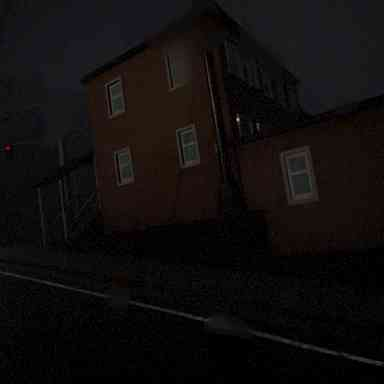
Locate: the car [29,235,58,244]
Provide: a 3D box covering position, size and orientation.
[{"bbox_3d":[-12.105,4.594,29.484,2.128,1.511,4.902,-13,-12,35],"label":"car"}]
